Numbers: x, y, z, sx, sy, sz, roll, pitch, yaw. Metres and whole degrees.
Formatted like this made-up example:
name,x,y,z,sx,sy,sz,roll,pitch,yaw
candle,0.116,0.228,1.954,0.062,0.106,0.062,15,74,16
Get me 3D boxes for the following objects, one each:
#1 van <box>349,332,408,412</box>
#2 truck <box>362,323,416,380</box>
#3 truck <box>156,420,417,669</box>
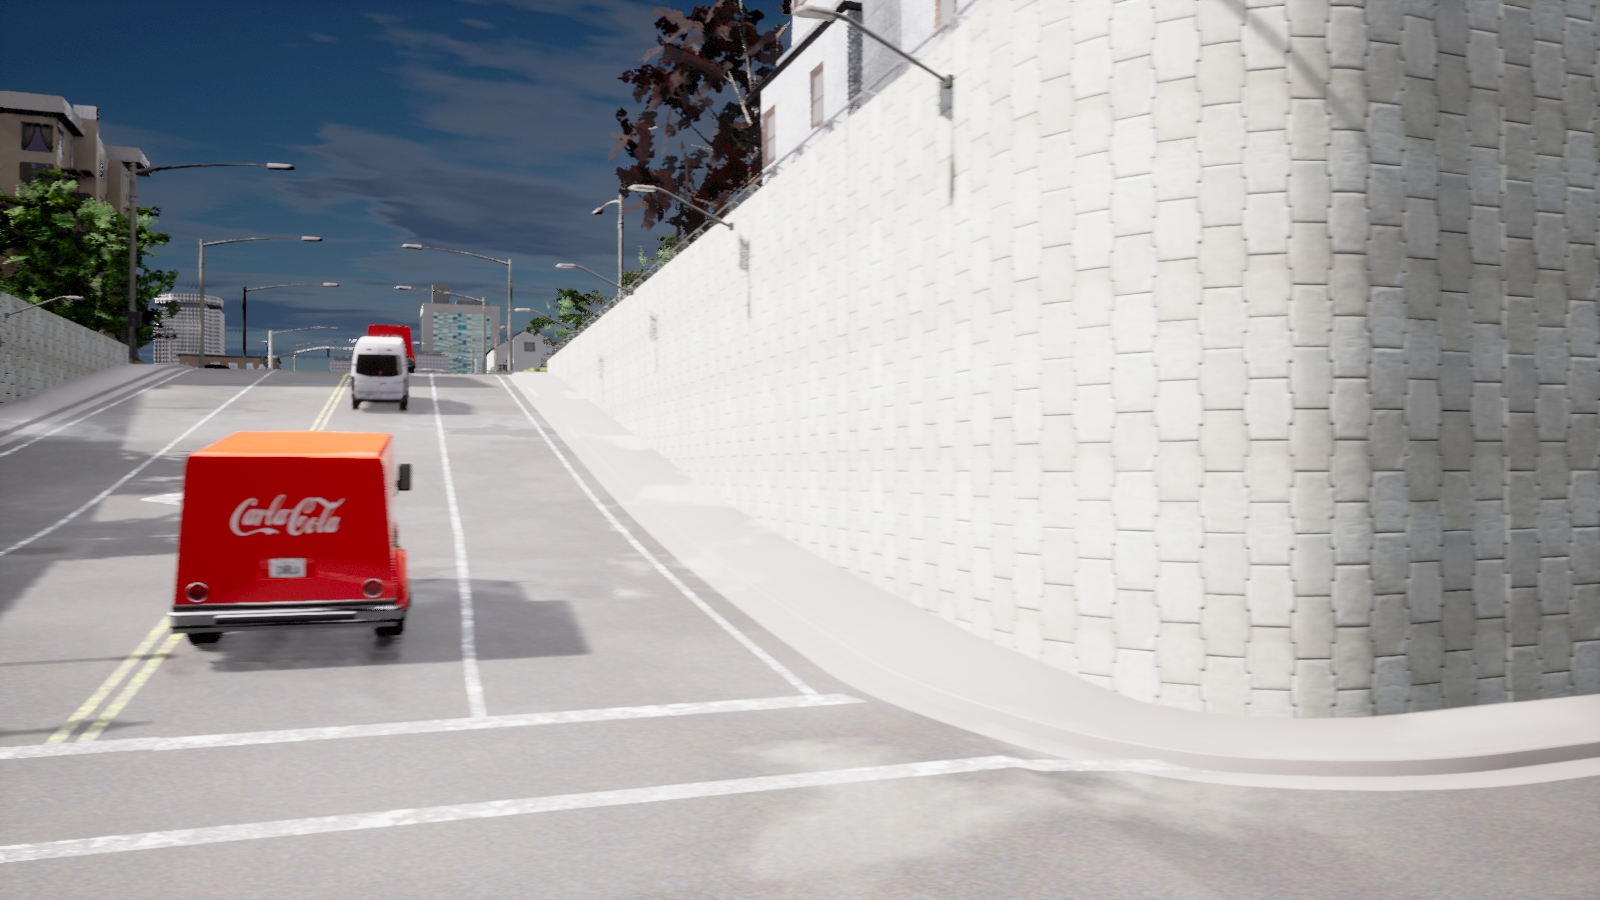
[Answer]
name,x,y,z,sx,sy,sz,roll,pitch,yaw
van,-16.244,-3.106,44.294,1.988,2.561,5.915,0,9,-19
truck,-22.116,-5.248,61.651,2.627,2.467,5.204,0,-1,-19
truck,-6.614,0.993,15.436,2.627,2.467,5.204,1,4,-18
